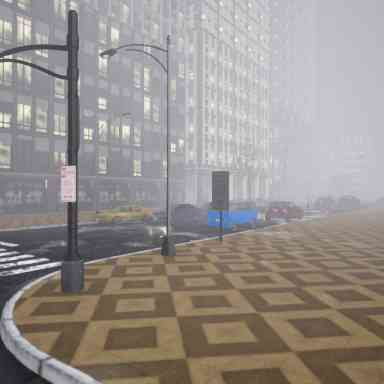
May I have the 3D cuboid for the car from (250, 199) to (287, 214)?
[{"bbox_3d":[8.654,1.580,37.221,2.033,1.411,5.357,0,0,38],"label":"car"}]

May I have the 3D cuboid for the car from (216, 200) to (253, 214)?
[{"bbox_3d":[4.678,1.571,36.125,1.887,1.381,4.507,0,0,38],"label":"car"}]

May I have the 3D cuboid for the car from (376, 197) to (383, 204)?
[{"bbox_3d":[38.053,1.658,66.607,1.947,1.339,4.313,0,0,38],"label":"car"}]

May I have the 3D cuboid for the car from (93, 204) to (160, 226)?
[{"bbox_3d":[-4.816,1.540,23.987,1.752,1.417,4.829,0,0,38],"label":"car"}]

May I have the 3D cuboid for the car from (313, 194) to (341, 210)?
[{"bbox_3d":[17.907,1.400,44.449,2.097,1.767,4.553,0,0,38],"label":"car"}]

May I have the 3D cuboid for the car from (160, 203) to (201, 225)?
[{"bbox_3d":[-1.095,1.546,24.565,1.812,1.442,4.674,0,0,38],"label":"car"}]

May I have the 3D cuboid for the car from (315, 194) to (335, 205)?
[{"bbox_3d":[25.025,1.380,62.591,2.192,1.841,5.009,0,0,38],"label":"car"}]

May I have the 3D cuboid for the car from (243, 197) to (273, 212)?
[{"bbox_3d":[8.069,1.471,40.536,1.967,1.590,4.097,0,0,38],"label":"car"}]

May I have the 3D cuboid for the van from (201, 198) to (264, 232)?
[{"bbox_3d":[2.576,1.368,20.278,1.690,1.788,3.998,0,0,38],"label":"van"}]

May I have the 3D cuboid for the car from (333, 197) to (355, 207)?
[{"bbox_3d":[23.956,1.552,52.312,2.128,1.511,4.902,0,0,37],"label":"car"}]

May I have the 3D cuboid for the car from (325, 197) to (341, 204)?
[{"bbox_3d":[28.416,1.624,67.001,2.008,1.369,4.403,0,0,38],"label":"car"}]

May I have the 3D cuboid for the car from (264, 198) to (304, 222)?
[{"bbox_3d":[7.534,1.472,26.910,1.967,1.590,4.097,0,0,38],"label":"car"}]

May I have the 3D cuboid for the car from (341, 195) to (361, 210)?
[{"bbox_3d":[21.098,1.368,44.554,2.192,1.841,5.009,0,0,38],"label":"car"}]

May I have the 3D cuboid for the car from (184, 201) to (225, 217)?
[{"bbox_3d":[1.287,1.604,31.714,1.802,1.307,4.206,0,0,38],"label":"car"}]
